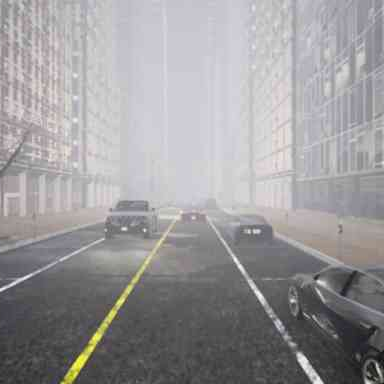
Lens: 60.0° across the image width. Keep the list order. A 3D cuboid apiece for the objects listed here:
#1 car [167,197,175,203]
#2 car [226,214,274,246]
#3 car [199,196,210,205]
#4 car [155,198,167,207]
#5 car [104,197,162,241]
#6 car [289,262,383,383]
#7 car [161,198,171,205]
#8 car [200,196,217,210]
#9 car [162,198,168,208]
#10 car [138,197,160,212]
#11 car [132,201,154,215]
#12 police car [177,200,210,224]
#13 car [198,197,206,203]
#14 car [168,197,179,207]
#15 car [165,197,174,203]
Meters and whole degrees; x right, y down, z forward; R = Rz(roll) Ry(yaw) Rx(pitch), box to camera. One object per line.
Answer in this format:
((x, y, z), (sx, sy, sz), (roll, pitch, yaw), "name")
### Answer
((-5.674, 2.050, 90.019), (1.967, 1.590, 4.097), (0, 0, 0), "car")
((2.690, 1.689, 15.934), (1.947, 1.339, 4.313), (0, 0, 0), "car")
((2.703, 1.826, 72.919), (2.192, 1.841, 5.009), (0, 0, 0), "car")
((-5.680, 1.881, 61.526), (1.967, 1.590, 4.097), (0, 0, 0), "car")
((-3.098, 1.361, 18.015), (2.150, 2.045, 5.566), (0, -1, 0), "car")
((2.688, 1.602, 4.539), (1.947, 1.339, 4.313), (0, 0, 0), "car")
((-5.677, 2.062, 72.922), (2.008, 1.369, 4.403), (0, 0, 0), "car")
((2.698, 1.682, 50.126), (2.192, 1.841, 5.009), (0, 0, 0), "car")
((-5.681, 1.845, 55.827), (1.967, 1.590, 4.097), (0, 0, 0), "car")
((-5.685, 1.644, 44.433), (2.192, 1.841, 5.009), (0, 0, 0), "car")
((-5.685, 1.835, 38.732), (1.887, 1.381, 4.507), (0, 0, 0), "car")
((0.108, 1.721, 27.033), (2.038, 1.542, 4.974), (0, 1, -1), "police car")
((2.708, 2.160, 90.015), (2.008, 1.369, 4.403), (0, 0, 0), "car")
((-3.041, 1.914, 58.607), (2.128, 1.511, 4.902), (0, 0, 1), "car")
((-5.675, 2.102, 84.148), (1.752, 1.417, 4.829), (0, 0, 0), "car")
